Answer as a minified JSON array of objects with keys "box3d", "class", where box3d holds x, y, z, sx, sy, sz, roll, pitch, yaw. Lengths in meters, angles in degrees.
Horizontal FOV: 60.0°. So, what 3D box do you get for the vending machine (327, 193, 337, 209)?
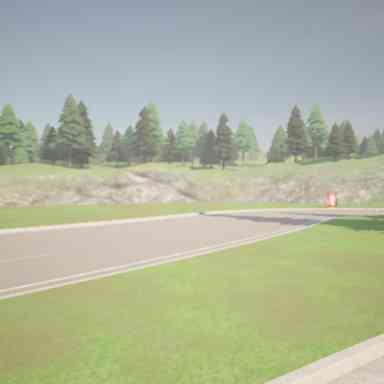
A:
[{"box3d":[18.738,1.195,44.498,0.880,2.100,1.100,0,0,-2],"class":"vending machine"}]
